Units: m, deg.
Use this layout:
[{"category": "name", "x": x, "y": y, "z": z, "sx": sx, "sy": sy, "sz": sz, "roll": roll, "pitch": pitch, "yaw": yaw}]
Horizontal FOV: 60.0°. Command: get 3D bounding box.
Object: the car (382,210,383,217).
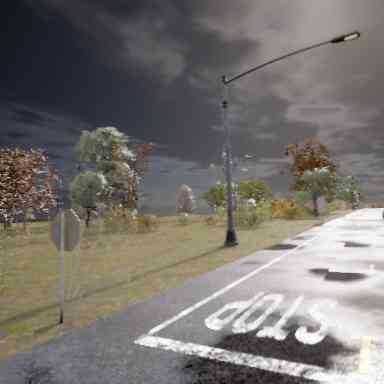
[{"category": "car", "x": 21.389, "y": 2.467, "z": 35.146, "sx": 1.837, "sy": 1.490, "sz": 4.892, "roll": -4, "pitch": -3, "yaw": 29}]
